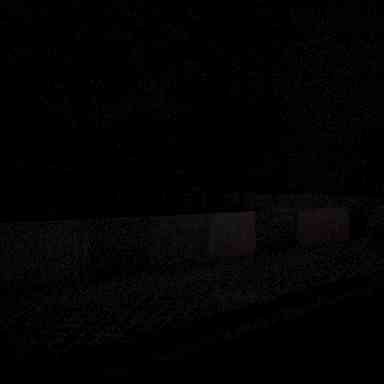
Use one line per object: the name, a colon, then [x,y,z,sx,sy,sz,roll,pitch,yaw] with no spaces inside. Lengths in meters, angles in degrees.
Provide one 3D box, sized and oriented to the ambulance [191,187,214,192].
ambulance: [1.818,0.467,49.594,2.351,2.431,6.366,1,0,-36]
